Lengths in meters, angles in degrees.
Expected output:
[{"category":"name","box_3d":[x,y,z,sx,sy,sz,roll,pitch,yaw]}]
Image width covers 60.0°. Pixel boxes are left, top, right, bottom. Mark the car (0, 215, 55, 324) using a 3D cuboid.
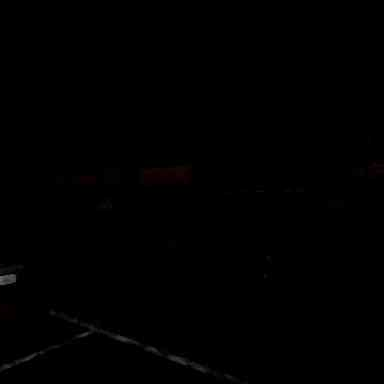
[{"category":"car","box_3d":[-4.554,1.316,6.089,5.009,1.841,2.192,0,-1,36]}]
